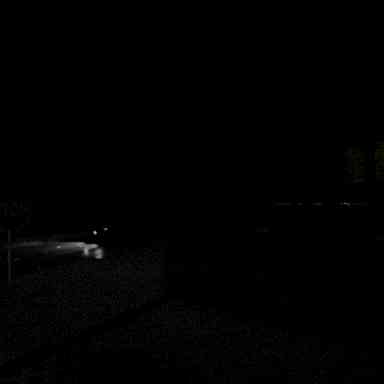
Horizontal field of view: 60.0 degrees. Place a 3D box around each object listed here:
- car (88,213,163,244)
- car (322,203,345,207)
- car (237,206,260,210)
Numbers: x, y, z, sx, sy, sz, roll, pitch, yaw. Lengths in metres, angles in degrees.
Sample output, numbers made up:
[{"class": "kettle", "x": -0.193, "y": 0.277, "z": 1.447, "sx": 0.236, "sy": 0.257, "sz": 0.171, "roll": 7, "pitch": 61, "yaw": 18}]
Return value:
[{"class": "car", "x": -3.217, "y": 1.784, "z": 17.286, "sx": 4.181, "sy": 1.385, "sz": 1.994, "roll": 1, "pitch": -2, "yaw": -44}, {"class": "car", "x": 14.317, "y": 1.881, "z": 33.833, "sx": 4.892, "sy": 1.490, "sz": 1.837, "roll": 0, "pitch": -1, "yaw": -43}, {"class": "car", "x": 4.215, "y": 1.777, "z": 24.305, "sx": 4.902, "sy": 1.511, "sz": 2.128, "roll": 0, "pitch": -2, "yaw": -44}]
